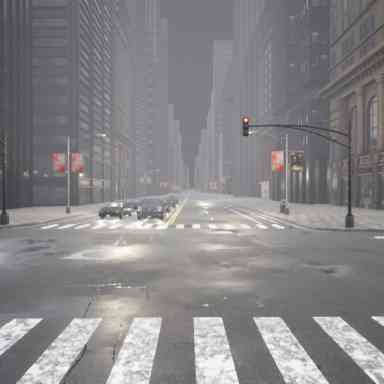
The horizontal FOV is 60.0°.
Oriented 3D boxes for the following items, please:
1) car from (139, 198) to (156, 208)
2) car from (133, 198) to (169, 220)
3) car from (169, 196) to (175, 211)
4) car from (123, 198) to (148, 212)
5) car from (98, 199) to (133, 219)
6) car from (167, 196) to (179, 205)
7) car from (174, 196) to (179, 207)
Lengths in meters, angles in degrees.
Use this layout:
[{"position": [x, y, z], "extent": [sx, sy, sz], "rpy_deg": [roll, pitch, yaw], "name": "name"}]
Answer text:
[{"position": [-6.588, 1.563, 49.551], "extent": [1.895, 1.301, 4.718], "rpy_deg": [0, 0, 0], "name": "car"}, {"position": [-3.340, 1.336, 28.109], "extent": [2.097, 1.767, 4.553], "rpy_deg": [0, 0, 0], "name": "car"}, {"position": [-3.338, 1.523, 37.584], "extent": [2.033, 1.411, 5.357], "rpy_deg": [0, 0, 0], "name": "car"}, {"position": [-6.586, 1.521, 39.465], "extent": [2.033, 1.411, 5.357], "rpy_deg": [0, 0, 0], "name": "car"}, {"position": [-6.564, 1.531, 29.366], "extent": [2.033, 1.411, 5.357], "rpy_deg": [0, 0, 4], "name": "car"}, {"position": [-3.293, 1.452, 58.723], "extent": [1.837, 1.490, 4.892], "rpy_deg": [0, 0, 1], "name": "car"}, {"position": [-3.341, 1.529, 47.483], "extent": [1.994, 1.385, 4.181], "rpy_deg": [0, 0, 0], "name": "car"}]
